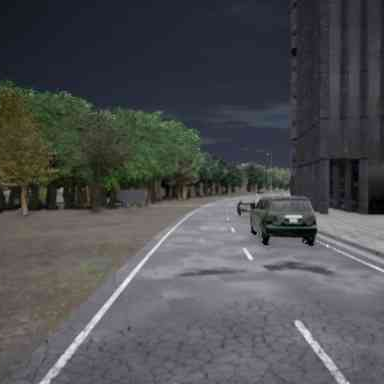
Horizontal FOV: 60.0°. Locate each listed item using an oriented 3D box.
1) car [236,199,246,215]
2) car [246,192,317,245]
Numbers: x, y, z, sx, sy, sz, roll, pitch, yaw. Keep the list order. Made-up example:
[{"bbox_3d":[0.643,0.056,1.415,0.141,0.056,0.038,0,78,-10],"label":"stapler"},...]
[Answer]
[{"bbox_3d":[5.317,1.404,32.270,2.128,1.511,4.902,0,0,6],"label":"car"},{"bbox_3d":[4.049,1.186,15.504,2.150,2.045,5.566,0,0,3],"label":"car"}]
